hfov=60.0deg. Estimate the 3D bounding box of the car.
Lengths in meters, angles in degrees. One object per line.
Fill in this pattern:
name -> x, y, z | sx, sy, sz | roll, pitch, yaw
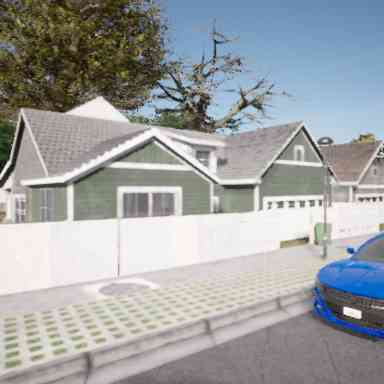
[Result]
car -> 4.337, 1.517, 6.448 | 5.008, 1.535, 1.882 | 0, 0, -38
